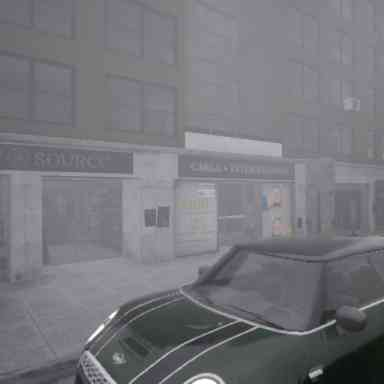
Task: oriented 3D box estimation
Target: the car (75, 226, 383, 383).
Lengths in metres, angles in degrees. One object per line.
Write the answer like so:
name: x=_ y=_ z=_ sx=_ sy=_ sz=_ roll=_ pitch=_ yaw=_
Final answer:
car: x=1.094 y=1.352 z=3.795 sx=4.553 sy=1.767 sz=2.097 roll=0 pitch=0 yaw=-35
